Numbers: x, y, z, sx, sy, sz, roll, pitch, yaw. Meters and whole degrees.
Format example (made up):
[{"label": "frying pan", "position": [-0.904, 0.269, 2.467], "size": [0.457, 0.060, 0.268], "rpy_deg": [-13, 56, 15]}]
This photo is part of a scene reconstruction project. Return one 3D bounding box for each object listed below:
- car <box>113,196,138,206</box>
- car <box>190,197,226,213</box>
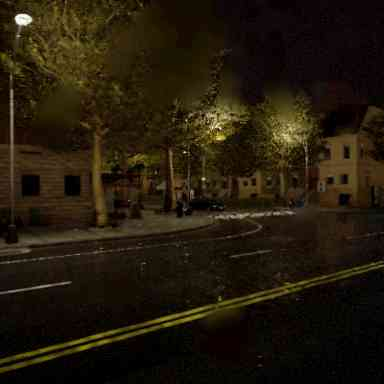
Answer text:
[{"label": "car", "position": [-9.485, 1.292, 43.656], "size": [2.231, 1.521, 4.892], "rpy_deg": [-1, 0, -35]}, {"label": "car", "position": [1.491, 1.310, 34.007], "size": [1.837, 1.490, 4.892], "rpy_deg": [0, 0, -34]}]
